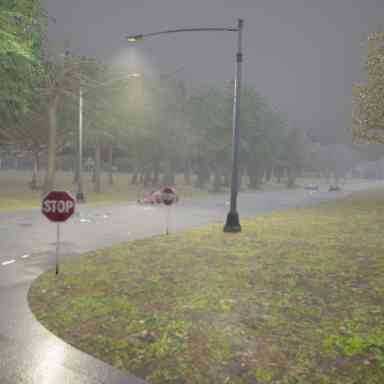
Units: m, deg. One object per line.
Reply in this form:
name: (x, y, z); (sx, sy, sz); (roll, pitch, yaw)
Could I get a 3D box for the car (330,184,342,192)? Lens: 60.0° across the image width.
car: (31.504, -1.068, 72.795); (2.097, 1.767, 4.553); (4, 4, 30)

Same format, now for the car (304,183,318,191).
car: (26.054, -1.084, 72.678); (1.882, 1.535, 5.008); (4, 4, 35)

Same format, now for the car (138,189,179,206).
car: (-3.088, 0.511, 31.633); (1.812, 1.442, 4.674); (4, 5, 35)
